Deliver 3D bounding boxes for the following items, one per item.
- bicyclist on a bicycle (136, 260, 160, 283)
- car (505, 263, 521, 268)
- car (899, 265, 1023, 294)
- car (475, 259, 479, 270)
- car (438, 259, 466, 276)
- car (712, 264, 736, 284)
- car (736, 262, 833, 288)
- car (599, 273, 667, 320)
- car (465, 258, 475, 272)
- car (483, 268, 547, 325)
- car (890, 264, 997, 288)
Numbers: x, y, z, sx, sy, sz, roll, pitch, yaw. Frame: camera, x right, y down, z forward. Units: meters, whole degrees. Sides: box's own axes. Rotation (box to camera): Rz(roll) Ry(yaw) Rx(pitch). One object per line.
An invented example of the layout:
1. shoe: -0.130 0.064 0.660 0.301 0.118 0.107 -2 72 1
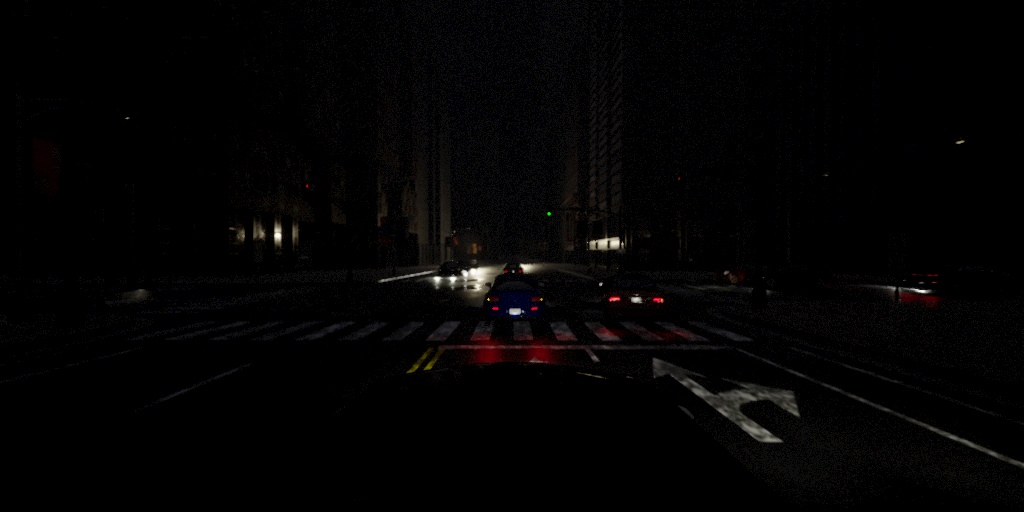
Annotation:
1. bicyclist on a bicycle: -25.897 1.098 25.534 0.582 1.620 1.656 0 1 0
2. car: 0.092 1.385 32.931 2.033 1.411 5.357 0 0 0
3. car: 25.185 1.278 19.907 4.902 1.511 2.128 0 1 0
4. car: -6.518 1.410 58.401 2.128 1.511 4.902 0 0 0
5. car: -6.592 1.333 38.514 1.882 1.535 5.008 0 0 1
6. car: 16.673 1.169 25.817 4.097 1.591 1.967 0 0 0
7. car: 17.704 1.236 23.140 5.008 1.535 1.882 0 1 0
8. car: 4.185 1.329 12.869 2.033 1.411 5.357 0 0 13
9. car: -6.562 1.390 48.018 1.837 1.490 4.892 0 0 0
10. car: 0.091 1.303 11.752 1.812 1.442 4.674 0 0 0
11. car: 27.643 1.273 23.073 4.674 1.442 1.812 0 1 0
